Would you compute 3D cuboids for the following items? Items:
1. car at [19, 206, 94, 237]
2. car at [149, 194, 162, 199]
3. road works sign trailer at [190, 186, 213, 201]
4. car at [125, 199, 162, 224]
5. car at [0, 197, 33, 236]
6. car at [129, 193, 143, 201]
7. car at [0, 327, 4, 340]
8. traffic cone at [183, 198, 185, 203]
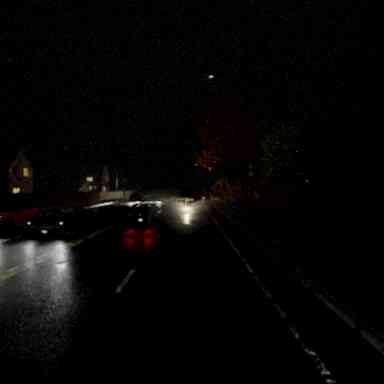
[{"bbox_3d":[-6.596,1.453,17.090,1.895,1.301,4.718,0,0,0],"label":"car"},{"bbox_3d":[-6.518,1.056,59.438,1.895,1.301,4.718,0,1,1],"label":"car"},{"bbox_3d":[1.127,0.426,55.254,2.880,2.380,3.560,-26,-20,36],"label":"road works sign trailer"},{"bbox_3d":[-3.144,1.405,22.575,1.895,1.301,4.718,0,1,0],"label":"car"},{"bbox_3d":[-9.844,1.201,17.349,2.097,1.767,4.553,0,1,0],"label":"car"},{"bbox_3d":[-9.782,0.957,58.506,2.128,1.511,4.902,0,1,1],"label":"car"},{"bbox_3d":[-3.149,1.584,1.776,1.895,1.301,4.718,0,0,0],"label":"car"},{"bbox_3d":[-1.367,1.460,54.420,0.340,0.580,0.340,0,1,0],"label":"traffic cone"}]
